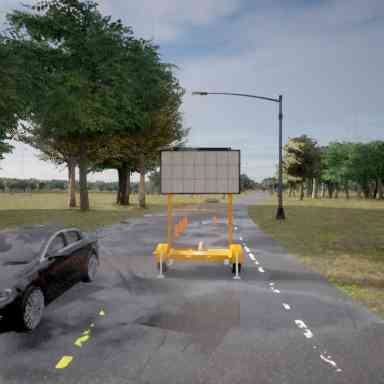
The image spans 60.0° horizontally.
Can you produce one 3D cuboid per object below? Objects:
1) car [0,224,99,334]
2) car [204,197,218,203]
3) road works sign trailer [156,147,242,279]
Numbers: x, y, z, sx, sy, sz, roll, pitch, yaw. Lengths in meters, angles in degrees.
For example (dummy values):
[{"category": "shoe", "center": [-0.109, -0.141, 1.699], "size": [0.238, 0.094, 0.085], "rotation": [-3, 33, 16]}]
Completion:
[{"category": "car", "center": [-3.401, 1.490, 6.902], "size": [2.128, 1.511, 4.902], "rotation": [0, 0, 2]}, {"category": "car", "center": [3.318, 1.612, 57.802], "size": [1.994, 1.385, 4.181], "rotation": [0, 0, 13]}, {"category": "road works sign trailer", "center": [0.248, 0.466, 10.076], "size": [2.380, 3.560, 2.880], "rotation": [0, 0, 3]}]
